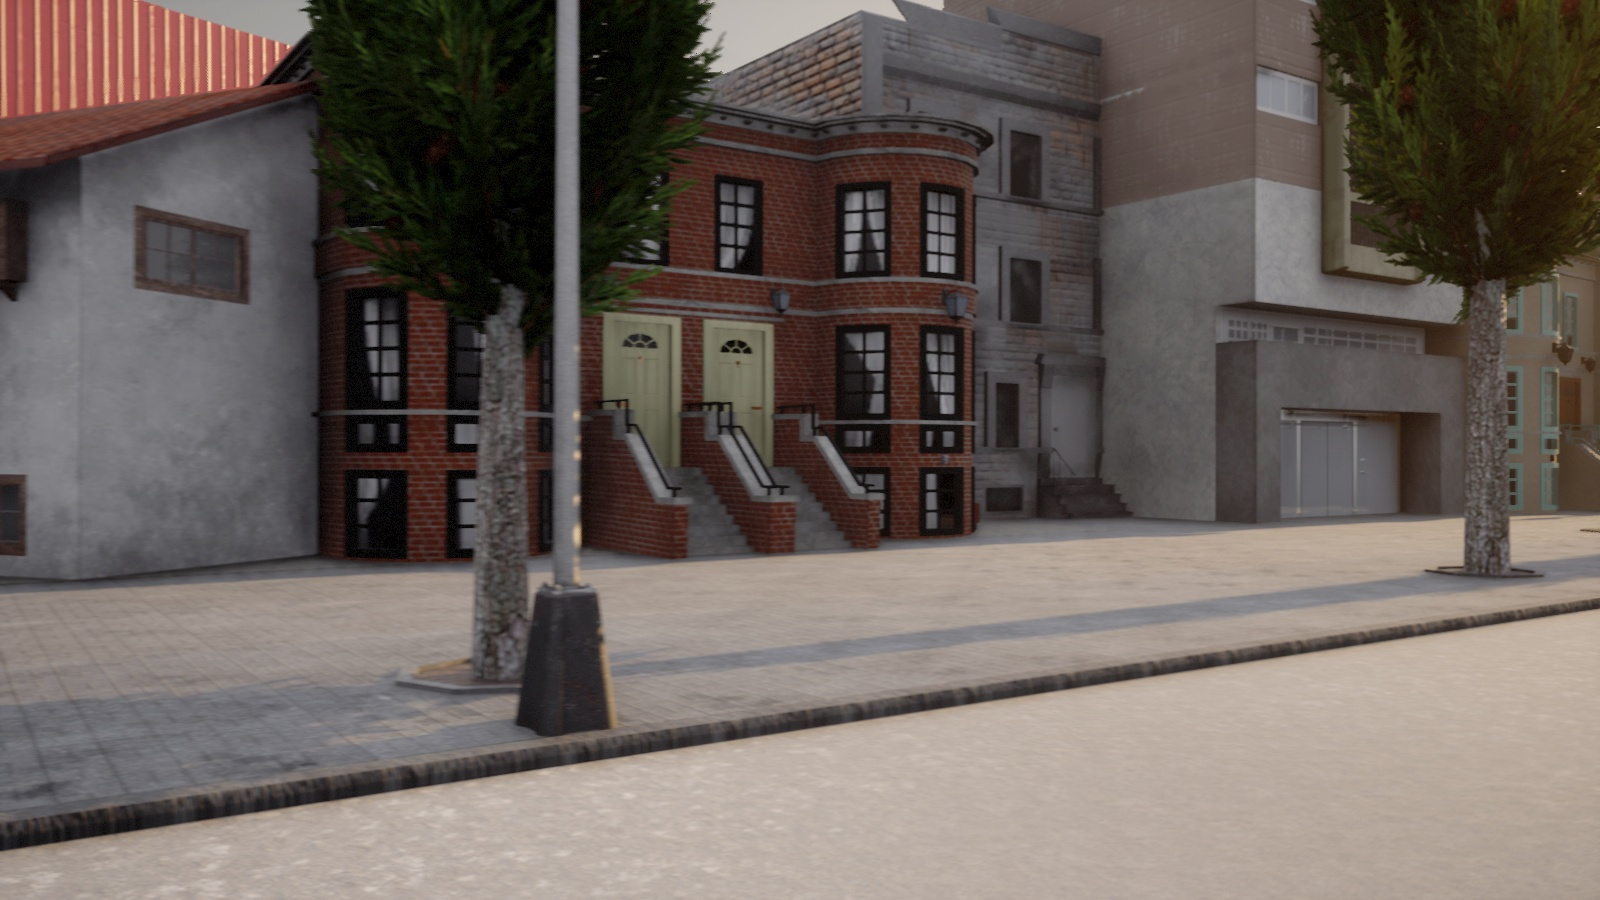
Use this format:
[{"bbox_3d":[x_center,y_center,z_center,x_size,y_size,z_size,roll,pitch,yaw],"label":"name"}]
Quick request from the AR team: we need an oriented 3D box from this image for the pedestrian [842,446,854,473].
[{"bbox_3d":[3.241,0.655,85.121,0.328,1.805,0.869,0,0,-36],"label":"pedestrian"}]
